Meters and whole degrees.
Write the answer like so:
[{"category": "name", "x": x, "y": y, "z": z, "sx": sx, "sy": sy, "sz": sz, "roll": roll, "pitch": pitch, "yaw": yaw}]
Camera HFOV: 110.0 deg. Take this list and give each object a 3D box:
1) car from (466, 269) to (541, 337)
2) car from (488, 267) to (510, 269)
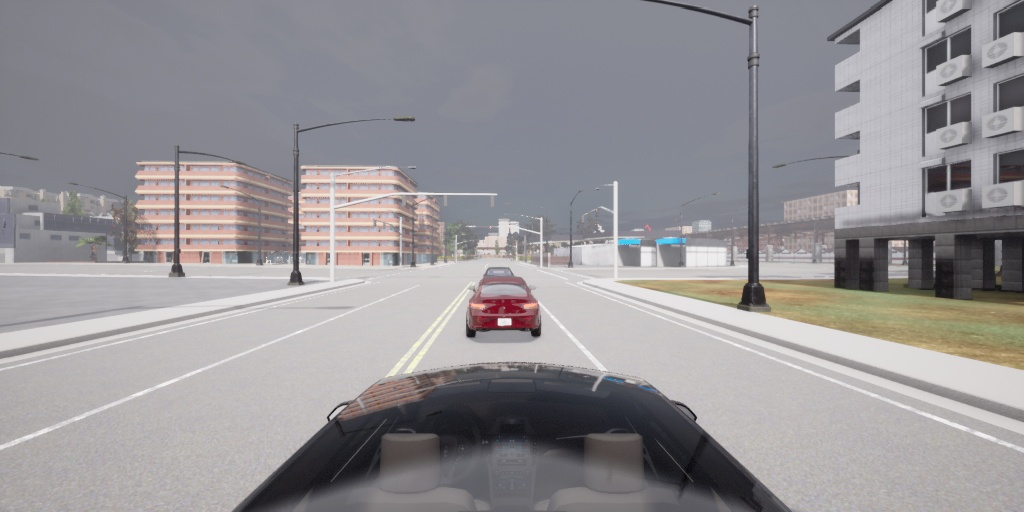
[{"category": "car", "x": -0.269, "y": 1.276, "z": 10.155, "sx": 1.812, "sy": 1.442, "sz": 4.674, "roll": 0, "pitch": 0, "yaw": -3}, {"category": "car", "x": -0.727, "y": 1.297, "z": 19.729, "sx": 2.033, "sy": 1.411, "sz": 5.357, "roll": 0, "pitch": 0, "yaw": -3}]
